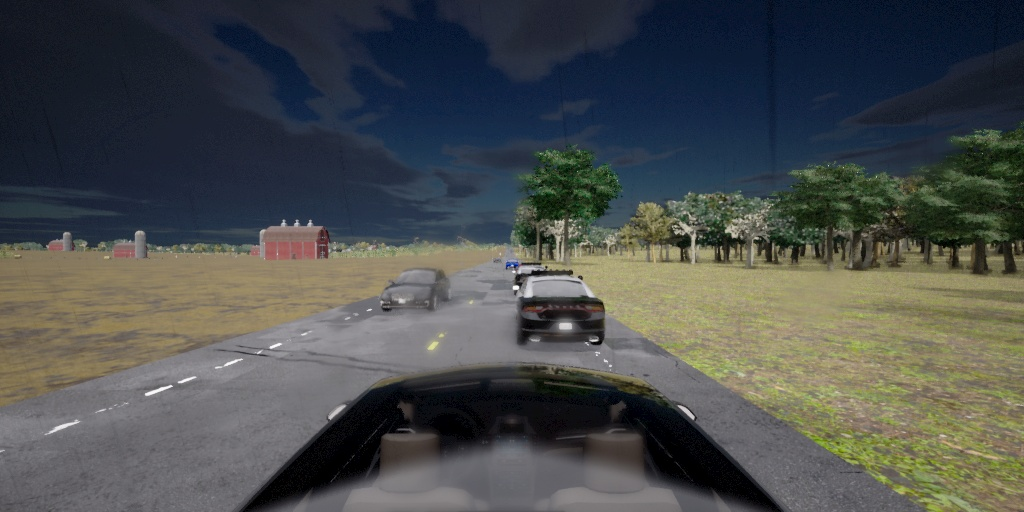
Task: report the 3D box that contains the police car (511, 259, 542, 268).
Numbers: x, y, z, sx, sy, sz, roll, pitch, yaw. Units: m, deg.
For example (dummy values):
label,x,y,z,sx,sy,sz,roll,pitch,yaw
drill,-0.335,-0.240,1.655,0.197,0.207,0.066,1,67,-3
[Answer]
label,x,y,z,sx,sy,sz,roll,pitch,yaw
police car,1.053,1.164,19.613,1.930,1.638,5.238,0,0,0

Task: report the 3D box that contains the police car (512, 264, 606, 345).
label,x,y,z,sx,sy,sz,roll,pitch,yaw
police car,1.052,1.171,9.612,1.930,1.638,5.238,0,0,0

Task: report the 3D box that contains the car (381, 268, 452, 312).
label,x,y,z,sx,sy,sz,roll,pitch,yaw
car,-3.598,1.248,14.191,1.837,1.490,4.892,0,0,0

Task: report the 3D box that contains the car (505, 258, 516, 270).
label,x,y,z,sx,sy,sz,roll,pitch,yaw
car,0.071,1.147,51.655,1.882,1.535,5.008,0,0,0
